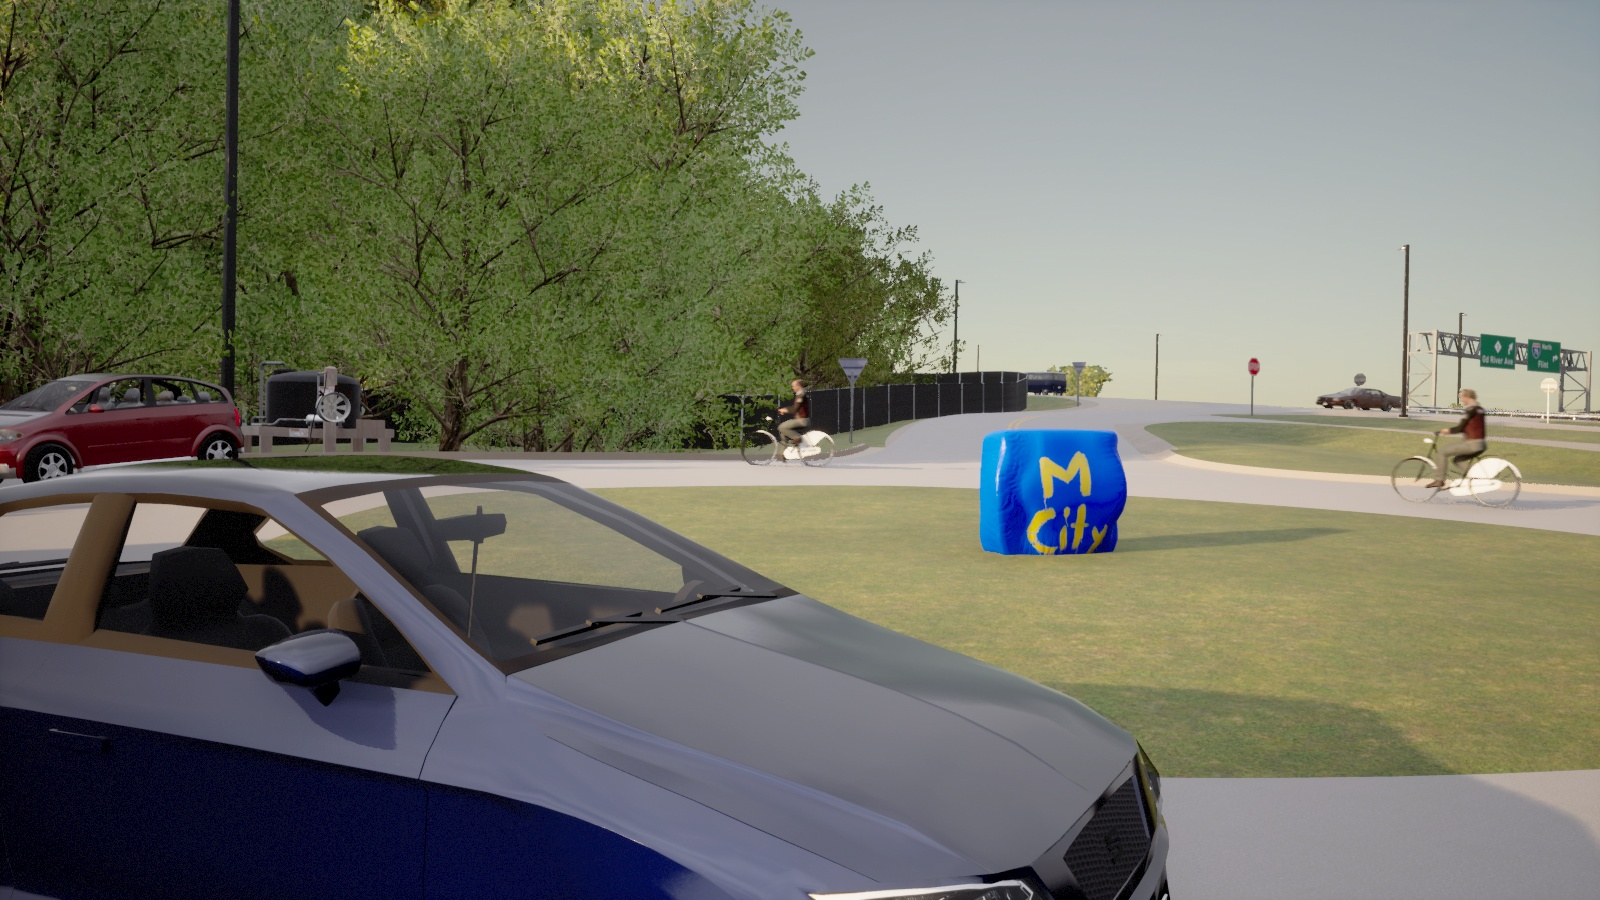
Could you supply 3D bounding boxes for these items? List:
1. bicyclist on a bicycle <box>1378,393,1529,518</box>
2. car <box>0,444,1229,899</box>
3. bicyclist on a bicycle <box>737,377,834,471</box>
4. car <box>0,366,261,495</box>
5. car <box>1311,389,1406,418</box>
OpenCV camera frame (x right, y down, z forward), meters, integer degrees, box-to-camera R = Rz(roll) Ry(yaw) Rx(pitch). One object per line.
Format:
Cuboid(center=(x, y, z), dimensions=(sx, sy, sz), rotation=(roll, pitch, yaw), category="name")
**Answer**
Cuboid(center=(9.747, 0.040, 18.800), dimensions=(0.659, 1.776, 1.843), rotation=(-2, 4, -39), category="bicyclist on a bicycle")
Cuboid(center=(-1.101, 0.752, 3.616), dimensions=(4.193, 1.474, 1.816), rotation=(1, 2, 27), category="car")
Cuboid(center=(-0.287, -0.526, 24.969), dimensions=(1.843, 1.776, 0.659), rotation=(2, 4, 3), category="bicyclist on a bicycle")
Cuboid(center=(-9.877, -0.377, 17.891), dimensions=(1.789, 1.549, 3.705), rotation=(3, 6, 28), category="car")
Cuboid(center=(34.073, -2.846, 76.582), dimensions=(5.357, 1.411, 2.033), rotation=(2, 4, -21), category="car")
